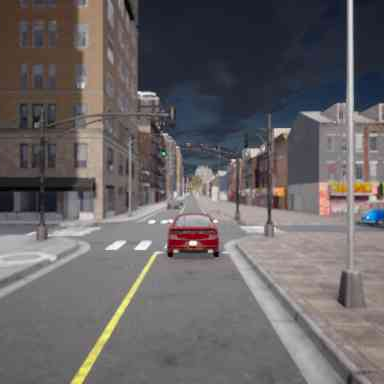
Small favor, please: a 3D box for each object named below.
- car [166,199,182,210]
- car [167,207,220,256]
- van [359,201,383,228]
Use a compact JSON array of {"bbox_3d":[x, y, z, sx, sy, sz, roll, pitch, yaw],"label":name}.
[{"bbox_3d":[-2.839,1.899,50.382,1.837,1.490,4.892,0,0,0],"label":"car"},{"bbox_3d":[0.058,1.569,13.524,1.882,1.535,5.008,0,0,0],"label":"car"},{"bbox_3d":[13.739,1.491,22.886,3.998,1.788,1.690,0,0,0],"label":"van"}]
